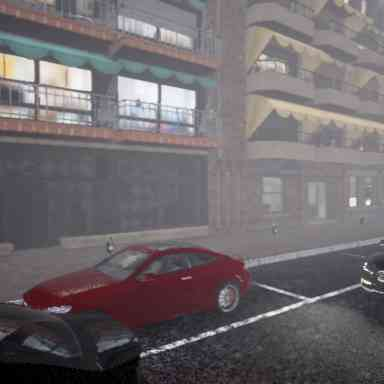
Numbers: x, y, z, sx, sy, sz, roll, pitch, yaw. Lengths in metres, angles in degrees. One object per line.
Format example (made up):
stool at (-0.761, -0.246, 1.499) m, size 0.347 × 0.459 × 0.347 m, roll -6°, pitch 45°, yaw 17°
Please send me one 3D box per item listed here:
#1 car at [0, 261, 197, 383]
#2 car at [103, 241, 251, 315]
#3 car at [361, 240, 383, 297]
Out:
car at (-2.520, 1.515, 1.538) m, size 4.892 × 1.490 × 1.837 m, roll 0°, pitch 0°, yaw -35°
car at (-0.742, 1.596, 6.007) m, size 4.206 × 1.307 × 1.802 m, roll 0°, pitch -1°, yaw -36°
car at (5.740, 1.508, 7.539) m, size 4.892 × 1.490 × 1.837 m, roll 0°, pitch 0°, yaw -36°
